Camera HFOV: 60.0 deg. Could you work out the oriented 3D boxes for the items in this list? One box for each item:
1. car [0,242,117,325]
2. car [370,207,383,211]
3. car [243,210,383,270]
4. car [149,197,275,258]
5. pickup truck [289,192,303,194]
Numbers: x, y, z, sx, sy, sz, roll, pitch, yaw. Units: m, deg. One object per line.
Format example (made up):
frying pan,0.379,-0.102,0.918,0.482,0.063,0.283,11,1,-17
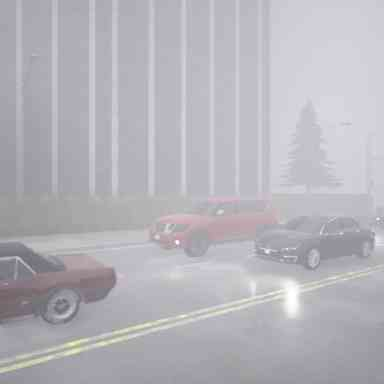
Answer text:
car,-3.825,1.601,5.590,4.718,1.301,1.895,0,0,-35
car,11.924,1.609,20.690,4.718,1.301,1.895,0,0,-34
car,4.217,1.509,11.150,4.892,1.490,1.837,0,0,-34
car,1.064,1.224,13.227,5.566,2.045,2.150,0,0,-35
pickup truck,24.475,1.085,77.957,2.390,2.098,6.274,0,0,-5
